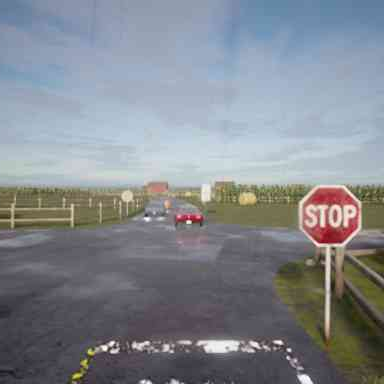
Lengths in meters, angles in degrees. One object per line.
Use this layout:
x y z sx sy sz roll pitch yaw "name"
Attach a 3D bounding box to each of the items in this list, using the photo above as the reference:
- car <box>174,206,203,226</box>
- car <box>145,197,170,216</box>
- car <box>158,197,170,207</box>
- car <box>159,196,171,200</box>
-0.270 1.605 23.267 1.895 1.301 4.718 0 0 -1 "car"
-3.524 1.556 32.763 2.033 1.411 5.357 0 0 -2 "car"
-4.481 1.520 53.633 1.837 1.490 4.892 0 0 -3 "car"
-3.931 1.363 42.644 2.097 1.767 4.553 0 0 -3 "car"
